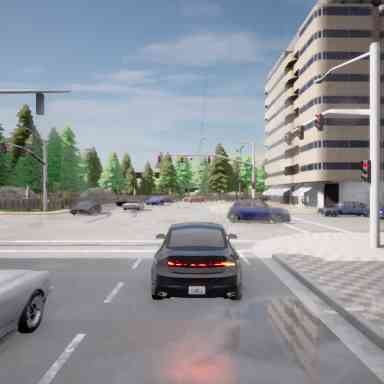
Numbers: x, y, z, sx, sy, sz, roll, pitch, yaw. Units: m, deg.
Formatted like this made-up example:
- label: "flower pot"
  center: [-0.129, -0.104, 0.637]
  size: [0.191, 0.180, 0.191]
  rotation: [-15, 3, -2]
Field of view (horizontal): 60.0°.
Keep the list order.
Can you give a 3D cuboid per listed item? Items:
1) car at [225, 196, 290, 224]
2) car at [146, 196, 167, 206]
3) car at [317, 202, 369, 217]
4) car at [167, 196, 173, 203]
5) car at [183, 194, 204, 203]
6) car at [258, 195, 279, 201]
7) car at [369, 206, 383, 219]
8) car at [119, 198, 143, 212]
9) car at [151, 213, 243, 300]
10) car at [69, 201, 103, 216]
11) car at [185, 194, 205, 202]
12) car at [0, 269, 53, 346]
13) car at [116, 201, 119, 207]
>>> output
- label: "car"
  center: [4.891, 1.373, 24.534]
  size: [4.553, 1.767, 2.097]
  rotation: [1, 0, 16]
- label: "car"
  center: [-6.016, 1.477, 53.981]
  size: [1.882, 1.535, 5.008]
  rotation: [0, 0, 11]
- label: "car"
  center: [14.595, 1.603, 31.027]
  size: [5.357, 1.411, 2.033]
  rotation: [0, 0, 0]
- label: "car"
  center: [-5.683, 1.548, 66.404]
  size: [2.033, 1.411, 5.357]
  rotation: [0, 0, 26]
- label: "car"
  center: [-0.016, 1.352, 69.429]
  size: [2.097, 1.767, 4.553]
  rotation: [0, 0, 34]
- label: "car"
  center: [18.493, 1.500, 80.591]
  size: [4.892, 1.490, 1.837]
  rotation: [0, 0, -22]
- label: "car"
  center: [17.692, 1.581, 27.518]
  size: [4.674, 1.442, 1.812]
  rotation: [0, 0, 0]
- label: "car"
  center: [-6.895, 1.601, 39.064]
  size: [1.895, 1.301, 4.718]
  rotation: [0, 0, -1]
- label: "car"
  center: [0.114, 1.505, 8.354]
  size: [1.837, 1.490, 4.892]
  rotation: [0, 0, 1]
- label: "car"
  center: [-10.529, 1.573, 33.528]
  size: [2.033, 1.411, 5.357]
  rotation: [0, 1, 0]
- label: "car"
  center: [0.727, 1.355, 76.067]
  size: [2.097, 1.767, 4.553]
  rotation: [0, 0, 42]
- label: "car"
  center: [-3.427, 1.601, 3.832]
  size: [1.895, 1.301, 4.718]
  rotation: [0, 0, 0]
- label: "car"
  center: [-9.929, 1.601, 50.497]
  size: [1.895, 1.301, 4.718]
  rotation: [0, 0, 7]
